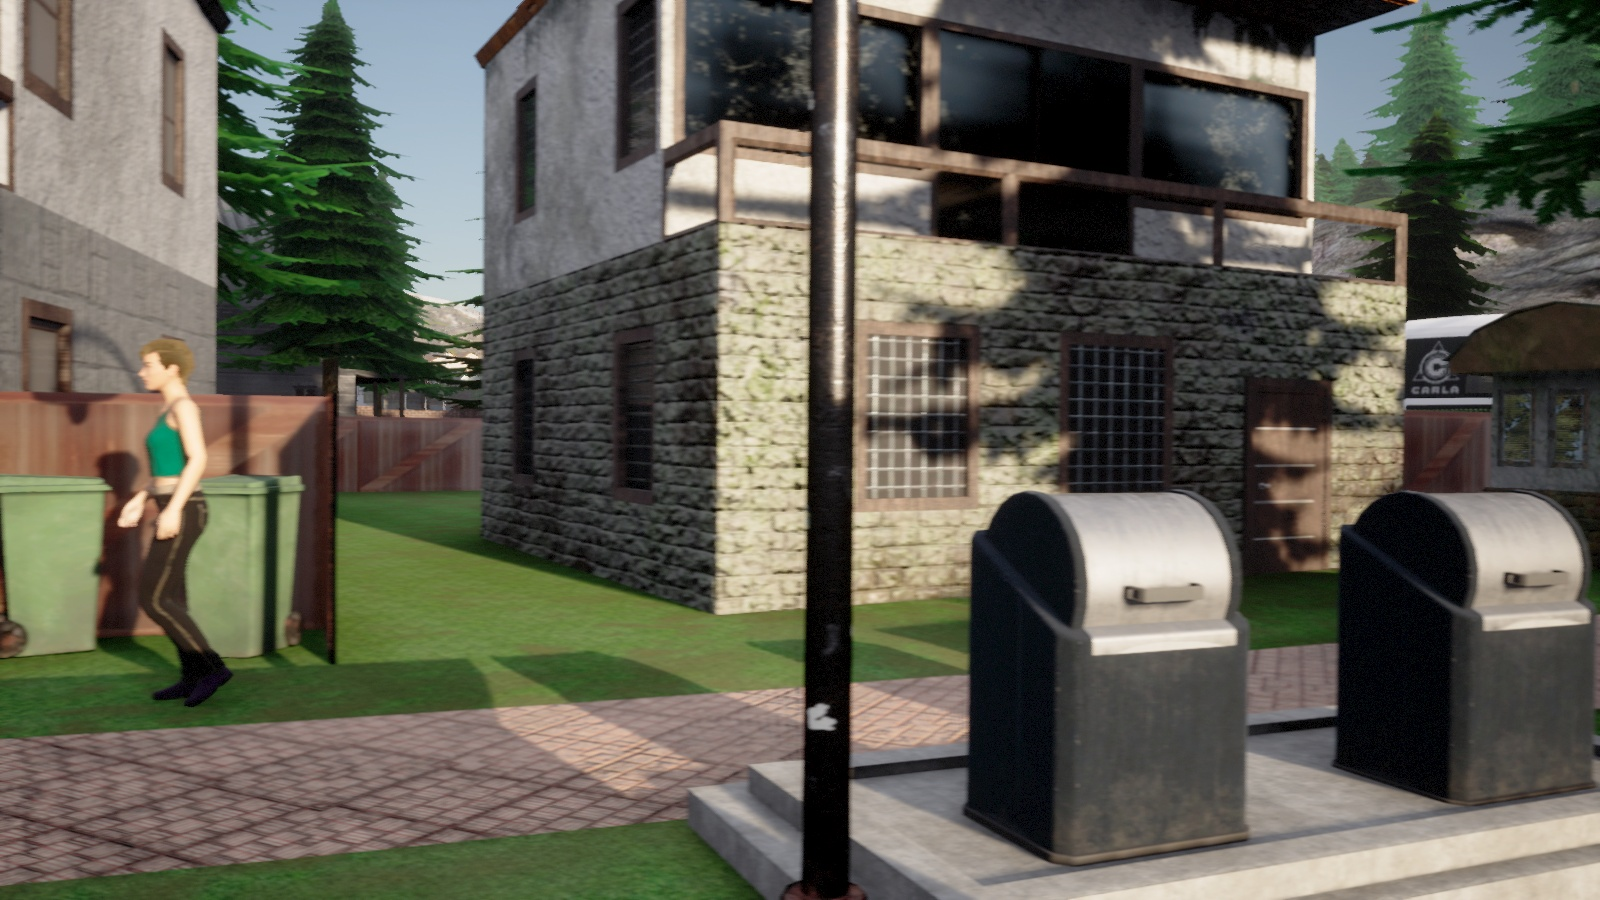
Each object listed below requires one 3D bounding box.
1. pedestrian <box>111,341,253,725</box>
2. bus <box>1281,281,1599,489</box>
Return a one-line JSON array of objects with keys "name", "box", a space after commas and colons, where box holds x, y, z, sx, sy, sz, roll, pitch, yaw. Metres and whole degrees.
[{"name": "pedestrian", "box": [-3.084, 0.392, 6.280, 0.594, 1.836, 0.345, -1, 1, -27]}, {"name": "bus", "box": [16.674, -1.373, 28.693, 3.944, 4.253, 10.273, -1, 1, -33]}]
